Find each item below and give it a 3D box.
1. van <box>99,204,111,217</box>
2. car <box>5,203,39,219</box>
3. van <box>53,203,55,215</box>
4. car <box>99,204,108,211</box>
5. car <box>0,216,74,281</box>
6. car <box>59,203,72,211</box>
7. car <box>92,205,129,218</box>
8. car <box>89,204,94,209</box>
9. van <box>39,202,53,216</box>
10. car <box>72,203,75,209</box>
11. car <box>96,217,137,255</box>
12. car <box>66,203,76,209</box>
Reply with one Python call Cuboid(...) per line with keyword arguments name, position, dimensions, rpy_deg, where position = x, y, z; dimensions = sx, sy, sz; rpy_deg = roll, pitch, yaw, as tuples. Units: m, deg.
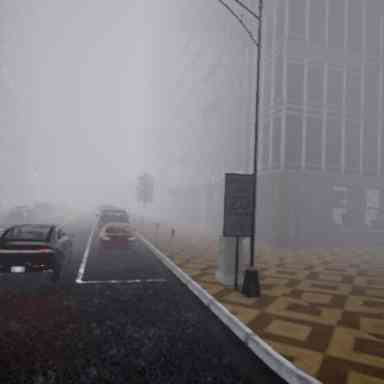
Cuboid(name="van", position=(-12.973, 2.744, 49.467), dimensions=(1.690, 1.788, 3.998), rpy_deg=(3, -2, -15))
Cuboid(name="car", position=(-16.352, 2.050, 31.819), dimensions=(1.967, 1.590, 4.097), rpy_deg=(3, -2, -15))
Cuboid(name="van", position=(-20.565, 2.367, 47.388), dimensions=(1.690, 1.788, 3.998), rpy_deg=(3, -2, -15))
Cuboid(name="car", position=(-20.334, 3.548, 76.198), dimensions=(1.967, 1.590, 4.097), rpy_deg=(3, -2, -15))
Cuboid(name="car", position=(-4.924, 1.755, 10.540), dimensions=(2.128, 1.511, 4.902), rpy_deg=(3, -2, -15))
Cuboid(name="car", position=(-26.460, 3.172, 68.767), dimensions=(1.802, 1.307, 4.206), rpy_deg=(3, -2, -15))
Cuboid(name="car", position=(-5.104, 1.977, 21.365), dimensions=(2.192, 1.841, 5.009), rpy_deg=(3, -2, -15))
Cuboid(name="car", position=(-25.814, 3.797, 86.445), dimensions=(2.128, 1.511, 4.902), rpy_deg=(3, -2, -15))
Cuboid(name="van", position=(-19.094, 2.225, 42.041), dimensions=(1.690, 1.788, 3.998), rpy_deg=(3, -2, -15))
Cuboid(name="car", position=(-29.355, 3.392, 79.299), dimensions=(1.752, 1.417, 4.829), rpy_deg=(3, -2, -15))
Cuboid(name="car", position=(-3.513, 2.088, 15.535), dimensions=(1.802, 1.307, 4.206), rpy_deg=(3, -2, -15))
Cuboid(name="car", position=(-30.873, 3.577, 84.808), dimensions=(1.947, 1.339, 4.313), rpy_deg=(3, -2, -15))
